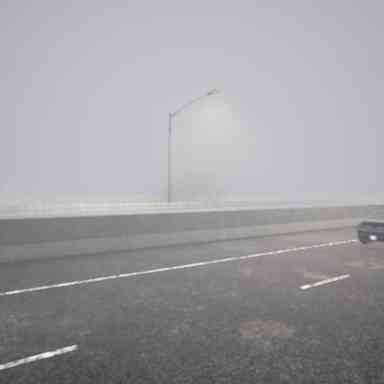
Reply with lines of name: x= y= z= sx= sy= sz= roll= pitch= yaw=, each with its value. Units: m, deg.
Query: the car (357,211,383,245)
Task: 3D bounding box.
car: x=9.136 y=1.561 z=14.560 sx=4.892 sy=1.490 sz=1.837 roll=0 pitch=0 yaw=-36
